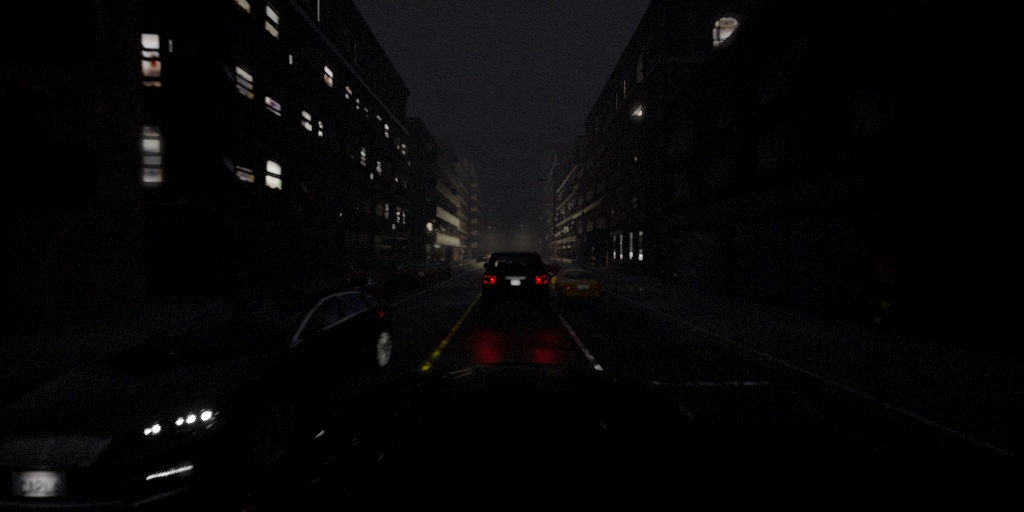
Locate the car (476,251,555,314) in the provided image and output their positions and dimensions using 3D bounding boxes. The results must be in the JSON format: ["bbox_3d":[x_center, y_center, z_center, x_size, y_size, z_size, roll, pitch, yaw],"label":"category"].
[{"bbox_3d":[0.105,0.843,13.241,2.150,2.045,5.566,0,1,0],"label":"car"}]

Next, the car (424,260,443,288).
[{"bbox_3d":[-5.683,0.969,21.372,1.967,1.591,4.097,0,0,0],"label":"car"}]

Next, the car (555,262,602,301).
[{"bbox_3d":[2.695,1.120,15.899,1.751,1.417,4.829,0,0,0],"label":"car"}]

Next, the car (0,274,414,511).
[{"bbox_3d":[-3.098,1.207,4.800,2.128,1.511,4.902,0,1,0],"label":"car"}]

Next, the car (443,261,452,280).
[{"bbox_3d":[-5.680,1.012,27.010,1.888,1.381,4.507,0,0,0],"label":"car"}]

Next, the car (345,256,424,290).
[{"bbox_3d":[-5.686,0.907,15.737,2.192,1.841,5.009,0,0,0],"label":"car"}]
